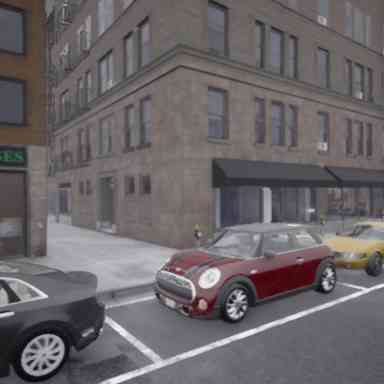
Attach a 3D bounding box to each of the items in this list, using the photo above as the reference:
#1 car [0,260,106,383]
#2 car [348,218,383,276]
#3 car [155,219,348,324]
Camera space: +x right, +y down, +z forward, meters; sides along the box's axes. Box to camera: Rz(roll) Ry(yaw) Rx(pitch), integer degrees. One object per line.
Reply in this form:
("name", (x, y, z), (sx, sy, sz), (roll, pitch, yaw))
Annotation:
("car", (-3.243, 1.578, 3.863), (4.403, 1.369, 2.008), (0, 0, -36))
("car", (5.560, 1.503, 10.236), (4.829, 1.417, 1.752), (0, 0, -36))
("car", (1.227, 1.442, 7.099), (4.097, 1.590, 1.967), (0, 0, -36))
